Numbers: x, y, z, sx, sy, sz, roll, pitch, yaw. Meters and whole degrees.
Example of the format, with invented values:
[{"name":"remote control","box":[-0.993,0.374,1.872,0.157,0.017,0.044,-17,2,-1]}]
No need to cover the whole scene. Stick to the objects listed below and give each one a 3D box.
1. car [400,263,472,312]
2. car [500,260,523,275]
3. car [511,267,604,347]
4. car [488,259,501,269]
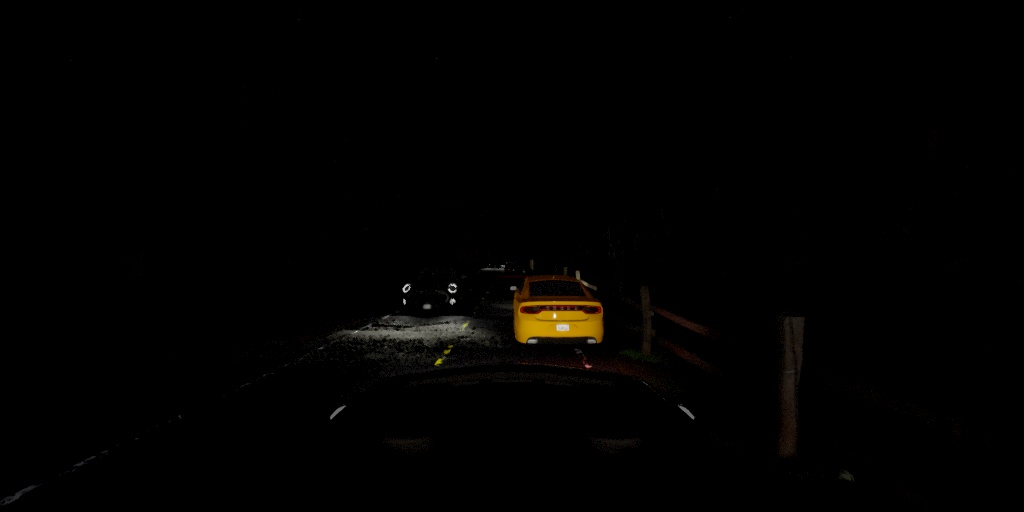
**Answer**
[{"name":"car","box":[-2.819,1.099,14.183,2.097,1.767,4.553,0,0,0]},{"name":"car","box":[0.165,1.219,38.340,2.128,1.511,4.902,0,0,0]},{"name":"car","box":[0.982,1.227,9.367,1.882,1.535,5.008,0,0,0]},{"name":"car","box":[-2.718,1.200,56.154,1.837,1.490,4.892,0,1,0]}]
